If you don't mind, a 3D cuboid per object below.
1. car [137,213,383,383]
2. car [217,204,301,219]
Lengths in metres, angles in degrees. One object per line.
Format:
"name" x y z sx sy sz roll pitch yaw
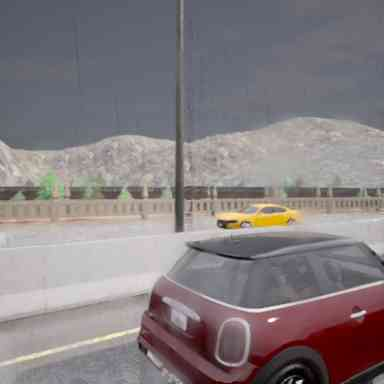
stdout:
"car" 1.649 1.333 4.598 4.553 1.767 2.097 0 0 -33
"car" 3.692 1.404 18.120 5.008 1.535 1.882 0 0 -27
